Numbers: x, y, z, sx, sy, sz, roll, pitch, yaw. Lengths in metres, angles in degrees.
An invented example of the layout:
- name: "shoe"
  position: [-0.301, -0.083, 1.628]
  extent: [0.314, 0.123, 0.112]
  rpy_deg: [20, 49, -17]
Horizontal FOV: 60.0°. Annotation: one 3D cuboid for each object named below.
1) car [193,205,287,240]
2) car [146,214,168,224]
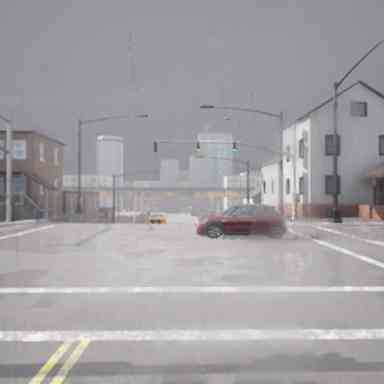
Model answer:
- name: "car"
  position: [2.492, 1.462, 17.349]
  extent: [4.553, 1.767, 2.097]
  rpy_deg: [0, -1, -1]
- name: "car"
  position: [-3.567, 3.014, 34.603]
  extent: [1.882, 1.535, 5.008]
  rpy_deg: [0, -9, 0]
